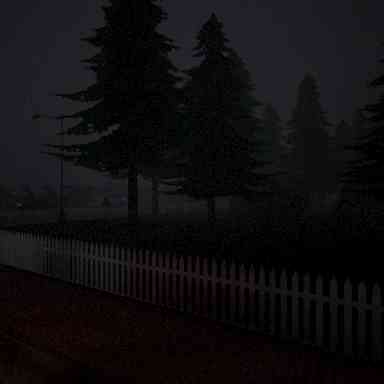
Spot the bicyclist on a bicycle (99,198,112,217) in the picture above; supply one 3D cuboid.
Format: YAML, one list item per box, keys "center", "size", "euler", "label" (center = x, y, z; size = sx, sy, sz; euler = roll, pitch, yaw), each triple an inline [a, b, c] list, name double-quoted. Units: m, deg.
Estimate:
- center: [-7.200, 1.302, 27.864]
  size: [1.656, 1.620, 0.582]
  euler: [0, 0, 34]
  label: "bicyclist on a bicycle"

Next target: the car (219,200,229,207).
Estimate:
- center: [4.278, 1.221, 51.479]
  size: [2.150, 2.045, 5.566]
  euler: [0, 0, 34]
  label: "car"

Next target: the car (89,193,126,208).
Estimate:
- center: [-11.773, 1.222, 46.888]
  size: [2.150, 2.045, 5.566]
  euler: [0, 0, 34]
  label: "car"

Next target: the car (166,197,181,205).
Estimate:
- center: [-2.691, 1.501, 60.078]
  size: [2.128, 1.511, 4.902]
  euler: [0, 0, 34]
  label: "car"

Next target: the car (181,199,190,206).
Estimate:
- center: [0.903, 1.478, 52.819]
  size: [1.882, 1.535, 5.008]
  euler: [0, 0, 35]
  label: "car"

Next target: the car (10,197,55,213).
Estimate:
- center: [-18.052, 1.352, 37.661]
  size: [2.097, 1.767, 4.553]
  euler: [0, 0, 34]
  label: "car"
